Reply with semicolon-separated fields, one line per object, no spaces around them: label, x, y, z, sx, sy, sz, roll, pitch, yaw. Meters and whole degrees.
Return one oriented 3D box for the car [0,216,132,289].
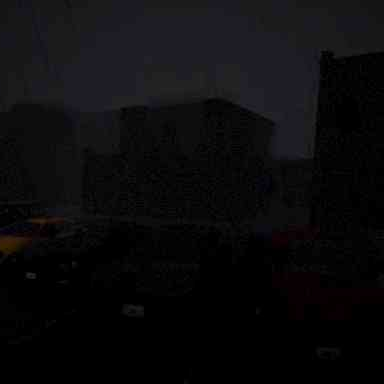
car;-2.677;1.512;9.347;2.097;1.535;5.008;0;-1;15

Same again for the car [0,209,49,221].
car;-5.128;1.523;10.856;1.946;1.575;5.366;0;-1;15

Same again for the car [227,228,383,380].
car;2.114;1.479;5.950;2.097;1.535;5.008;0;-1;15

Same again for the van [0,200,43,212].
van;-7.448;1.321;12.846;1.878;1.987;4.442;0;-1;15

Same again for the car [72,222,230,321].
car;-0.295;1.525;7.615;2.163;1.488;4.792;0;-1;15
